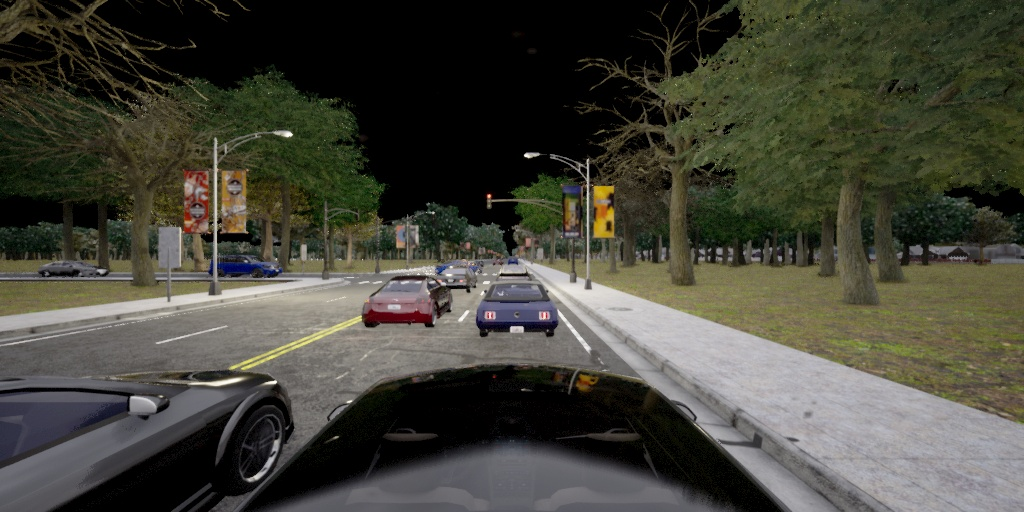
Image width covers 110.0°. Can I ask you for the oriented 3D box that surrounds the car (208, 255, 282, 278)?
[{"bbox_3d":[-23.408,0.951,31.550,5.566,2.045,2.150,0,0,0],"label":"car"}]

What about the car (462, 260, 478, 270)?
[{"bbox_3d":[-6.432,1.362,55.670,1.895,1.301,4.718,0,0,0],"label":"car"}]

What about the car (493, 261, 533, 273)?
[{"bbox_3d":[0.129,1.241,19.444,2.128,1.511,4.902,0,0,1],"label":"car"}]

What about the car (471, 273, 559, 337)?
[{"bbox_3d":[0.123,1.350,10.190,1.895,1.301,4.718,0,0,0],"label":"car"}]

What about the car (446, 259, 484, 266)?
[{"bbox_3d":[-5.232,1.230,35.499,5.008,1.535,1.882,0,1,-41],"label":"car"}]

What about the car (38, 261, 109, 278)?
[{"bbox_3d":[-38.555,1.197,31.610,4.902,1.511,2.128,0,0,0],"label":"car"}]

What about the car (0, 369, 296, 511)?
[{"bbox_3d":[-3.152,1.314,1.861,1.994,1.385,4.181,0,0,0],"label":"car"}]

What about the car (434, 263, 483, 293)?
[{"bbox_3d":[-3.098,1.297,20.667,2.033,1.411,5.357,0,0,0],"label":"car"}]

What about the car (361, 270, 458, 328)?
[{"bbox_3d":[-3.117,1.313,11.425,1.994,1.385,4.181,0,0,-1],"label":"car"}]
